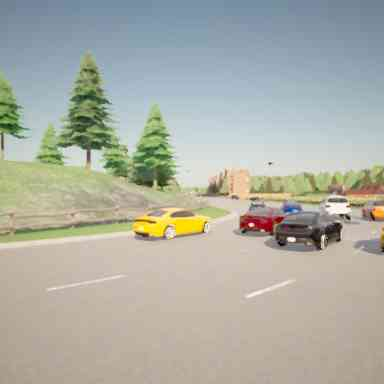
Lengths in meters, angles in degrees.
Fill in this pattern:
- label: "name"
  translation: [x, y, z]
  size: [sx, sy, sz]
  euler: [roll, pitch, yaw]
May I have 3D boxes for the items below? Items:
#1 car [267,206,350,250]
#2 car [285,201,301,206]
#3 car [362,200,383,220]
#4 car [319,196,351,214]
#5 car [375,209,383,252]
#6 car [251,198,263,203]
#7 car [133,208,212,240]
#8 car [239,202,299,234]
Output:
- label: "car"
  translation: [5.353, 1.597, 14.849]
  size: [1.837, 1.490, 4.892]
  euler: [0, 0, 38]
- label: "car"
  translation: [10.444, 1.699, 35.204]
  size: [1.882, 1.535, 5.008]
  euler: [0, 0, 11]
- label: "car"
  translation: [16.476, 1.508, 29.306]
  size: [2.097, 1.767, 4.553]
  euler: [0, 0, 17]
- label: "car"
  translation: [13.089, 1.401, 30.717]
  size: [2.150, 2.045, 5.566]
  euler: [0, 0, 15]
- label: "car"
  translation: [8.941, 1.546, 13.400]
  size: [1.882, 1.535, 5.008]
  euler: [0, 0, 37]
- label: "car"
  translation: [6.996, 1.728, 35.689]
  size: [2.128, 1.511, 4.902]
  euler: [0, 0, 11]
- label: "car"
  translation: [-0.901, 1.615, 18.102]
  size: [1.882, 1.535, 5.008]
  euler: [0, 0, 40]
- label: "car"
  translation: [4.511, 1.607, 19.698]
  size: [1.882, 1.535, 5.008]
  euler: [0, 0, 33]
